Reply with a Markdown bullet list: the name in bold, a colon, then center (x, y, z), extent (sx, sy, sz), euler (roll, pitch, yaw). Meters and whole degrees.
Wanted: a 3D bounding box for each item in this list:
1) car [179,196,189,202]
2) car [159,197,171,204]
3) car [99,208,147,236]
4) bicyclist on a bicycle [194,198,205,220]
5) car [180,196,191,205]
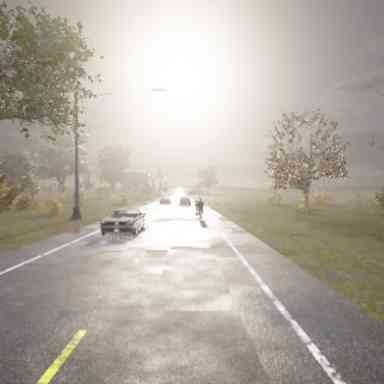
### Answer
- **car**: center (-1.822, 1.526, 74.782), extent (2.033, 1.411, 5.357), euler (0, 0, -2)
- **car**: center (-4.876, 1.556, 61.113), extent (1.994, 1.385, 4.181), euler (0, 0, -1)
- **car**: center (-3.751, 1.601, 18.662), extent (1.895, 1.301, 4.718), euler (0, 0, -1)
- **bicyclist on a bicycle**: center (0.683, 1.369, 26.068), extent (0.659, 1.776, 1.843), euler (0, 0, -1)
- **car**: center (-1.120, 1.557, 56.674), extent (1.994, 1.385, 4.181), euler (0, 0, -1)
